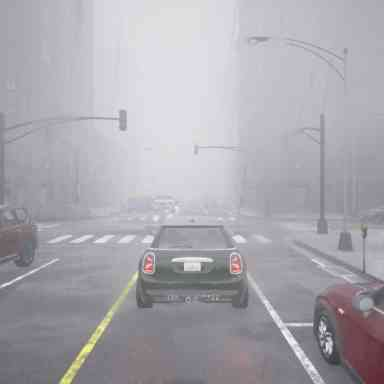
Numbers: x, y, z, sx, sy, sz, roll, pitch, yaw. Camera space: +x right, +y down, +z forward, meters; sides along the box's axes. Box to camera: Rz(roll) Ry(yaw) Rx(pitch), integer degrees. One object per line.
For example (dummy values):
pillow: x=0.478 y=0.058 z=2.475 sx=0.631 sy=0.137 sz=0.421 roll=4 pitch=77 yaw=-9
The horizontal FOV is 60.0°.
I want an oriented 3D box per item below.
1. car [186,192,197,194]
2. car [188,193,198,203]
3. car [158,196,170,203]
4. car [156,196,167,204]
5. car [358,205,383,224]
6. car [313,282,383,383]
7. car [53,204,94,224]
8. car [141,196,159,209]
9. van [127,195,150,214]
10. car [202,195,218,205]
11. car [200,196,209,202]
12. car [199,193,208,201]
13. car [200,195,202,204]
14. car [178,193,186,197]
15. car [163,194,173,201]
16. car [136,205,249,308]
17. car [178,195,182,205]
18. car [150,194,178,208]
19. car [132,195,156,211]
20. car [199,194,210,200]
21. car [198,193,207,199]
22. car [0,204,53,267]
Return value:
car: x=0.060 y=1.362 z=76.576 sx=1.812 sy=1.442 sz=4.674 roll=0 pitch=0 yaw=0
car: x=0.107 y=1.515 z=66.609 sx=1.812 sy=1.442 sz=4.674 roll=0 pitch=0 yaw=0
car: x=-5.804 y=1.540 z=69.158 sx=2.008 sy=1.369 sz=4.403 roll=0 pitch=0 yaw=0
car: x=-5.808 y=1.516 z=63.392 sx=1.752 sy=1.417 sz=4.829 roll=0 pitch=0 yaw=0
car: x=14.395 y=1.515 z=23.743 sx=4.674 sy=1.442 sz=1.812 roll=0 pitch=0 yaw=1
car: x=2.670 y=1.440 z=3.130 sx=1.967 sy=1.590 sz=4.097 roll=0 pitch=0 yaw=0
car: x=-9.726 y=1.548 z=23.535 sx=5.357 sy=1.411 sz=2.033 roll=0 pitch=0 yaw=-16
car: x=-5.822 y=1.434 z=46.774 sx=1.967 sy=1.590 sz=4.097 roll=0 pitch=0 yaw=0
van: x=-5.830 y=1.337 z=35.582 sx=1.690 sy=1.788 sz=3.998 roll=0 pitch=0 yaw=0
car: x=2.705 y=1.520 z=46.961 sx=1.752 sy=1.417 sz=4.829 roll=0 pitch=0 yaw=0
car: x=2.727 y=1.570 z=74.763 sx=1.802 sy=1.307 sz=4.206 roll=0 pitch=0 yaw=0
car: x=3.069 y=1.210 z=86.585 sx=2.150 sy=2.045 sz=5.566 roll=0 pitch=0 yaw=0
car: x=2.709 y=1.544 z=52.386 sx=2.008 sy=1.369 sz=4.403 roll=0 pitch=0 yaw=0
car: x=-2.950 y=1.537 z=68.640 sx=2.033 sy=1.411 sz=5.357 roll=0 pitch=0 yaw=0
car: x=-5.795 y=1.302 z=80.349 sx=2.192 sy=1.841 sz=5.009 roll=0 pitch=0 yaw=0
car: x=0.016 y=1.352 z=8.056 sx=2.097 sy=1.767 sz=4.553 roll=0 pitch=0 yaw=0
car: x=-3.050 y=1.594 z=52.819 sx=1.895 sy=1.301 sz=4.718 roll=0 pitch=0 yaw=0
car: x=-3.070 y=1.217 z=37.164 sx=2.150 sy=2.045 sz=5.566 roll=0 pitch=0 yaw=-1
car: x=-5.826 y=1.310 z=41.179 sx=2.192 sy=1.841 sz=5.009 roll=0 pitch=0 yaw=0
car: x=2.713 y=1.558 z=57.980 sx=1.947 sy=1.339 sz=4.313 roll=0 pitch=0 yaw=0
car: x=2.718 y=1.305 z=63.574 sx=2.192 sy=1.841 sz=5.009 roll=0 pitch=0 yaw=0
car: x=-5.852 y=1.315 z=8.635 sx=2.192 sy=1.841 sz=5.009 roll=0 pitch=0 yaw=0
